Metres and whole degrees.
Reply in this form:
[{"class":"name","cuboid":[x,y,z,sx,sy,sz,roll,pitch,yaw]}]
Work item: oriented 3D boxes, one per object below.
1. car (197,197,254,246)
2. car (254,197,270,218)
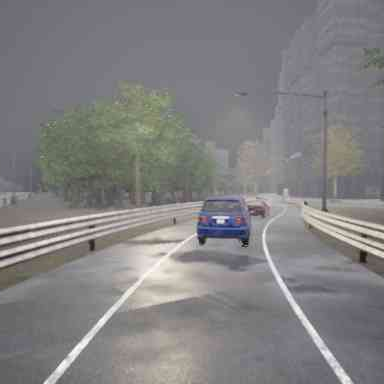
[{"class":"car","cuboid":[1.642,1.247,15.573,2.150,2.045,5.566,0,0,11]},{"class":"car","cuboid":[5.874,1.512,30.158,1.882,1.535,5.008,0,0,20]}]
